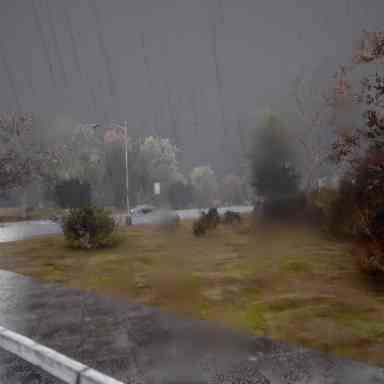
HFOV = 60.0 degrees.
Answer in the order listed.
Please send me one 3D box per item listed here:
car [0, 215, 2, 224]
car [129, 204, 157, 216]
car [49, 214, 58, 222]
[{"bbox_3d":[-18.934,2.442,28.379,1.837,1.490,4.892,-3,-2,35],"label":"car"},{"bbox_3d":[-6.930,2.505,47.015,2.128,1.511,4.902,-3,-2,32],"label":"car"},{"bbox_3d":[-13.491,2.520,36.689,1.994,1.385,4.181,-3,-2,32],"label":"car"}]
